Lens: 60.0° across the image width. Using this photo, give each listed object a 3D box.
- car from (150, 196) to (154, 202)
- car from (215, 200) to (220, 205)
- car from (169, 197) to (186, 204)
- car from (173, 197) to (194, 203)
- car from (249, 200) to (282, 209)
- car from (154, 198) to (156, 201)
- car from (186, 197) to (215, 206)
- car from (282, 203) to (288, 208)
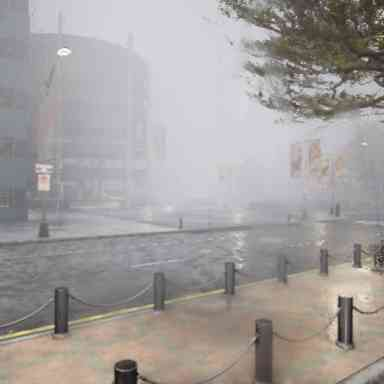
[{"bbox_3d":[-12.633,1.805,81.951,5.008,1.535,1.882,0,0,12],"label":"car"},{"bbox_3d":[3.721,1.991,68.488,1.994,1.385,4.181,1,-1,-42],"label":"car"},{"bbox_3d":[-3.098,1.913,78.098,5.008,1.535,1.882,0,0,30],"label":"car"},{"bbox_3d":[-2.078,1.989,81.510,4.902,1.511,2.128,0,0,26],"label":"car"},{"bbox_3d":[11.338,2.005,52.408,1.895,1.301,4.718,1,0,-35],"label":"car"},{"bbox_3d":[-11.674,1.845,85.316,4.892,1.490,1.837,0,0,12],"label":"car"},{"bbox_3d":[1.551,1.904,65.541,1.837,1.490,4.892,1,0,-42],"label":"car"},{"bbox_3d":[13.355,1.988,55.633,2.033,1.411,5.357,1,0,-35],"label":"car"}]
